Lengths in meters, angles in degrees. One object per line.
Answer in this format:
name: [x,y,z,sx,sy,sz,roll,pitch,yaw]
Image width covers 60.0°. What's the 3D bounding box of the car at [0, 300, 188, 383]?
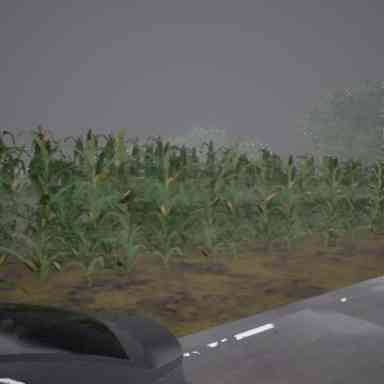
car: [-2.196,1.504,1.495,4.892,1.490,1.837,0,0,-35]
